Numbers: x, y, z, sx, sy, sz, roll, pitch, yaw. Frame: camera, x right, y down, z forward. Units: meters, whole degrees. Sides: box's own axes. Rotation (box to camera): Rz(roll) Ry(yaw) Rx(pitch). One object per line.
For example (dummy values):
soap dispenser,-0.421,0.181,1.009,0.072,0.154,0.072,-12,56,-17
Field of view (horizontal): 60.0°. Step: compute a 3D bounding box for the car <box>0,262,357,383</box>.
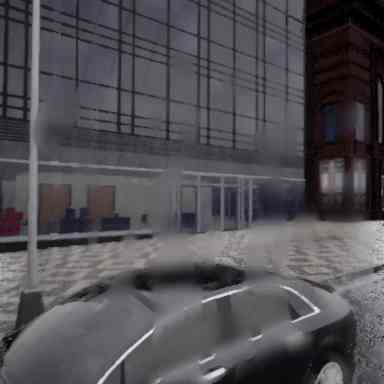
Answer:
car,-0.322,1.552,3.132,4.892,1.490,1.837,0,-1,-37
